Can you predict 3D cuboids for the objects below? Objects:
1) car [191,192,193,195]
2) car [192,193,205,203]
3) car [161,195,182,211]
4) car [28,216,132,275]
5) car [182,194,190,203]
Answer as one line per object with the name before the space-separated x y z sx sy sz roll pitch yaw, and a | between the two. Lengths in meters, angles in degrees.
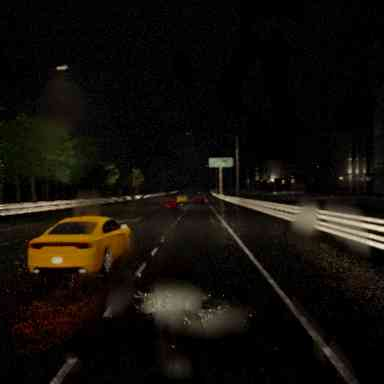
car | -1.446 1.378 94.656 1.812 1.442 4.674 -1 0 2
car | 1.443 1.405 64.938 1.882 1.535 5.008 -1 0 1
car | -2.627 1.484 40.224 1.882 1.535 5.008 -1 0 1
car | -3.230 1.509 10.578 1.882 1.535 5.008 -1 0 1
car | -2.046 1.429 70.267 1.882 1.535 5.008 -1 0 1
